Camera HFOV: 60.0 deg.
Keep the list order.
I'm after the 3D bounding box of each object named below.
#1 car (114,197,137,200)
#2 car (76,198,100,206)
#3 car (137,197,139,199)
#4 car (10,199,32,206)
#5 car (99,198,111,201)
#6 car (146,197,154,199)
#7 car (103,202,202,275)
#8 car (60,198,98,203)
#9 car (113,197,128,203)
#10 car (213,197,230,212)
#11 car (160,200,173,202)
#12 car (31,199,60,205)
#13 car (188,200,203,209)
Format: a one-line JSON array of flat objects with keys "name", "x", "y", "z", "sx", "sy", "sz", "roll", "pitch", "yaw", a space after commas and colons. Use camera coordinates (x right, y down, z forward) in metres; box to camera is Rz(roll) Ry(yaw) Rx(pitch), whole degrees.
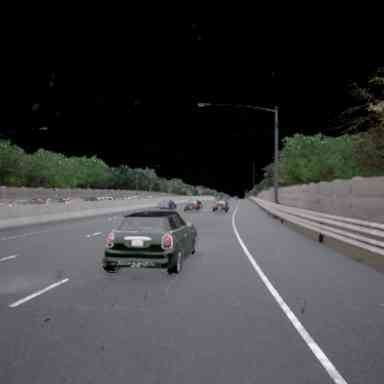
[{"name": "car", "x": -11.662, "y": 1.803, "z": 57.517, "sx": 1.895, "sy": 1.301, "sz": 4.718, "roll": 0, "pitch": 0, "yaw": 9}, {"name": "car", "x": -18.451, "y": 1.738, "z": 59.285, "sx": 2.033, "sy": 1.411, "sz": 5.357, "roll": 0, "pitch": 0, "yaw": 9}, {"name": "car", "x": -12.696, "y": 1.813, "z": 73.602, "sx": 1.994, "sy": 1.385, "sz": 4.181, "roll": 0, "pitch": 0, "yaw": 9}, {"name": "car", "x": -21.042, "y": 1.663, "z": 42.876, "sx": 2.033, "sy": 1.411, "sz": 5.357, "roll": 0, "pitch": 0, "yaw": 9}, {"name": "car", "x": -15.114, "y": 1.758, "z": 58.098, "sx": 1.994, "sy": 1.385, "sz": 4.181, "roll": 0, "pitch": 0, "yaw": 9}, {"name": "car", "x": -9.238, "y": 1.807, "z": 73.061, "sx": 2.033, "sy": 1.411, "sz": 5.357, "roll": 0, "pitch": 0, "yaw": 9}, {"name": "car", "x": -1.111, "y": 1.381, "z": 10.873, "sx": 2.097, "sy": 1.767, "sz": 4.553, "roll": 0, "pitch": 0, "yaw": 9}, {"name": "car", "x": -14.129, "y": 1.635, "z": 41.832, "sx": 1.837, "sy": 1.490, "sz": 4.892, "roll": 0, "pitch": 0, "yaw": 9}, {"name": "car", "x": -16.075, "y": 1.807, "z": 74.656, "sx": 1.994, "sy": 1.385, "sz": 4.181, "roll": 0, "pitch": 0, "yaw": 9}, {"name": "car", "x": 3.687, "y": 1.707, "z": 42.031, "sx": 1.812, "sy": 1.442, "sz": 4.674, "roll": 0, "pitch": 0, "yaw": 9}, {"name": "car", "x": -3.232, "y": 1.713, "z": 43.101, "sx": 2.033, "sy": 1.411, "sz": 5.357, "roll": 0, "pitch": 0, "yaw": 9}, {"name": "car", "x": -17.584, "y": 1.670, "z": 42.384, "sx": 2.033, "sy": 1.411, "sz": 5.357, "roll": 0, "pitch": 0, "yaw": 9}, {"name": "car", "x": 0.229, "y": 1.699, "z": 42.563, "sx": 1.812, "sy": 1.442, "sz": 4.674, "roll": 0, "pitch": 0, "yaw": 9}]
